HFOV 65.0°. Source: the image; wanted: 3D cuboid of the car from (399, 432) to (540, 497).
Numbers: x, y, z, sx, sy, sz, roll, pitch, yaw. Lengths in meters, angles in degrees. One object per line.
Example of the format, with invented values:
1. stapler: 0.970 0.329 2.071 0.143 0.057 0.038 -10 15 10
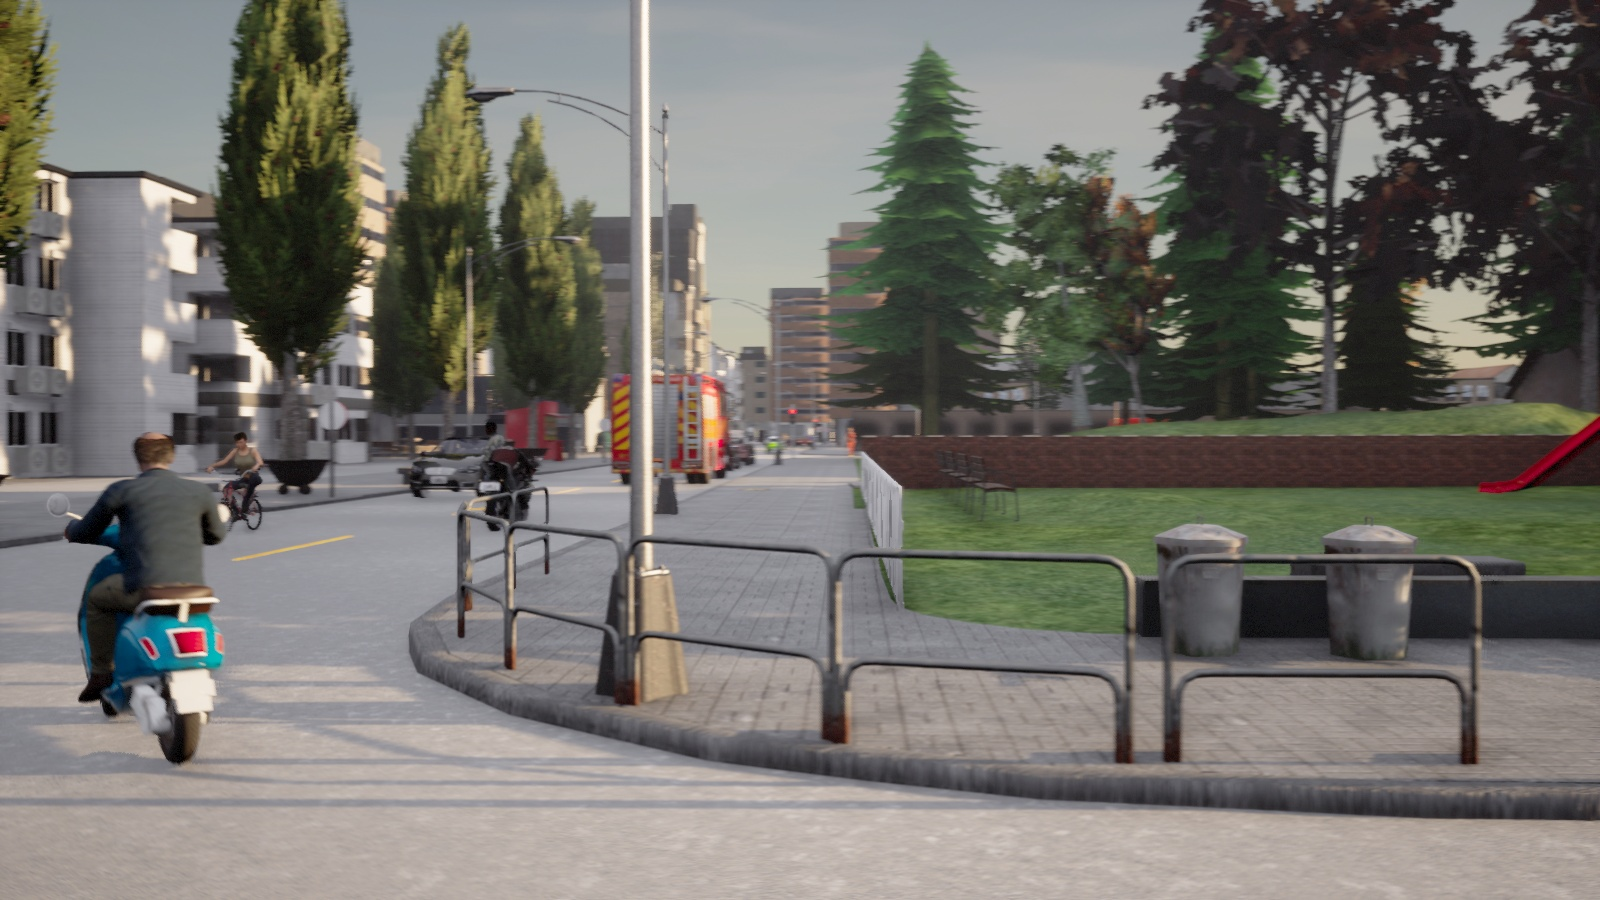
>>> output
1. car: -8.324 0.309 32.154 2.128 1.511 4.902 0 1 3

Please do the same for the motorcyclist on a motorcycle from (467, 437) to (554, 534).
1. motorcyclist on a motorcycle: -4.842 0.553 21.177 0.866 1.530 2.191 0 1 3

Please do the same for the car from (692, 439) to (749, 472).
1. car: -3.337 0.194 53.279 1.895 1.301 4.718 0 1 3

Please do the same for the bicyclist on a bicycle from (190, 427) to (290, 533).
1. bicyclist on a bicycle: -8.894 0.449 20.018 0.866 1.612 1.509 0 1 2

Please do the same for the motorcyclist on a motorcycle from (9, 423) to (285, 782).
1. motorcyclist on a motorcycle: -3.446 0.676 6.538 0.866 1.590 1.817 2 -1 -39

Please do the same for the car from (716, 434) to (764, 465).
1. car: -2.934 -0.063 62.511 1.970 1.475 3.806 0 1 4

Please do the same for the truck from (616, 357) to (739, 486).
1. truck: -3.868 -0.918 41.723 2.891 3.827 8.468 0 1 3

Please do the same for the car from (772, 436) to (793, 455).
1. car: -1.326 -0.378 93.249 1.481 1.376 2.207 0 1 -3

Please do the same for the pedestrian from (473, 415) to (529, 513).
1. pedestrian: -5.789 0.263 24.351 0.900 1.855 0.874 0 1 -2
